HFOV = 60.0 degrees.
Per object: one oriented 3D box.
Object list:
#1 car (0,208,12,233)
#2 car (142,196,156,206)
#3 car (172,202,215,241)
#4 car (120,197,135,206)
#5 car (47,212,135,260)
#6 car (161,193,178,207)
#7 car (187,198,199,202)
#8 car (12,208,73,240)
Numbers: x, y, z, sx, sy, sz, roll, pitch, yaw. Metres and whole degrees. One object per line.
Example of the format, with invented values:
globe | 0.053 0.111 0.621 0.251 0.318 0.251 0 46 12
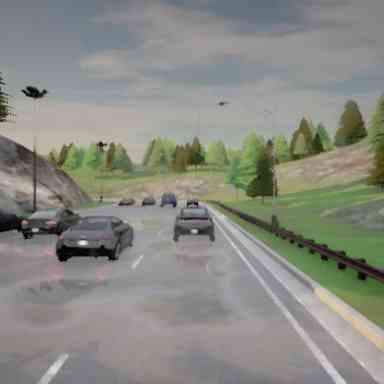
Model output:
car | -10.397 1.538 17.135 2.033 1.411 5.357 0 0 0
car | -6.920 1.461 53.774 2.128 1.511 4.902 0 0 -1
car | 0.100 1.482 16.682 2.128 1.511 4.902 0 0 0
car | -10.428 1.534 53.830 1.994 1.385 4.181 0 0 -1
car | -3.398 1.557 12.371 1.994 1.385 4.181 0 0 0
car | -3.398 1.192 49.921 2.150 2.045 5.566 0 0 0
car | 0.086 1.570 54.231 1.895 1.301 4.718 0 0 -1
car | -6.897 1.517 16.946 1.812 1.442 4.674 0 0 0
